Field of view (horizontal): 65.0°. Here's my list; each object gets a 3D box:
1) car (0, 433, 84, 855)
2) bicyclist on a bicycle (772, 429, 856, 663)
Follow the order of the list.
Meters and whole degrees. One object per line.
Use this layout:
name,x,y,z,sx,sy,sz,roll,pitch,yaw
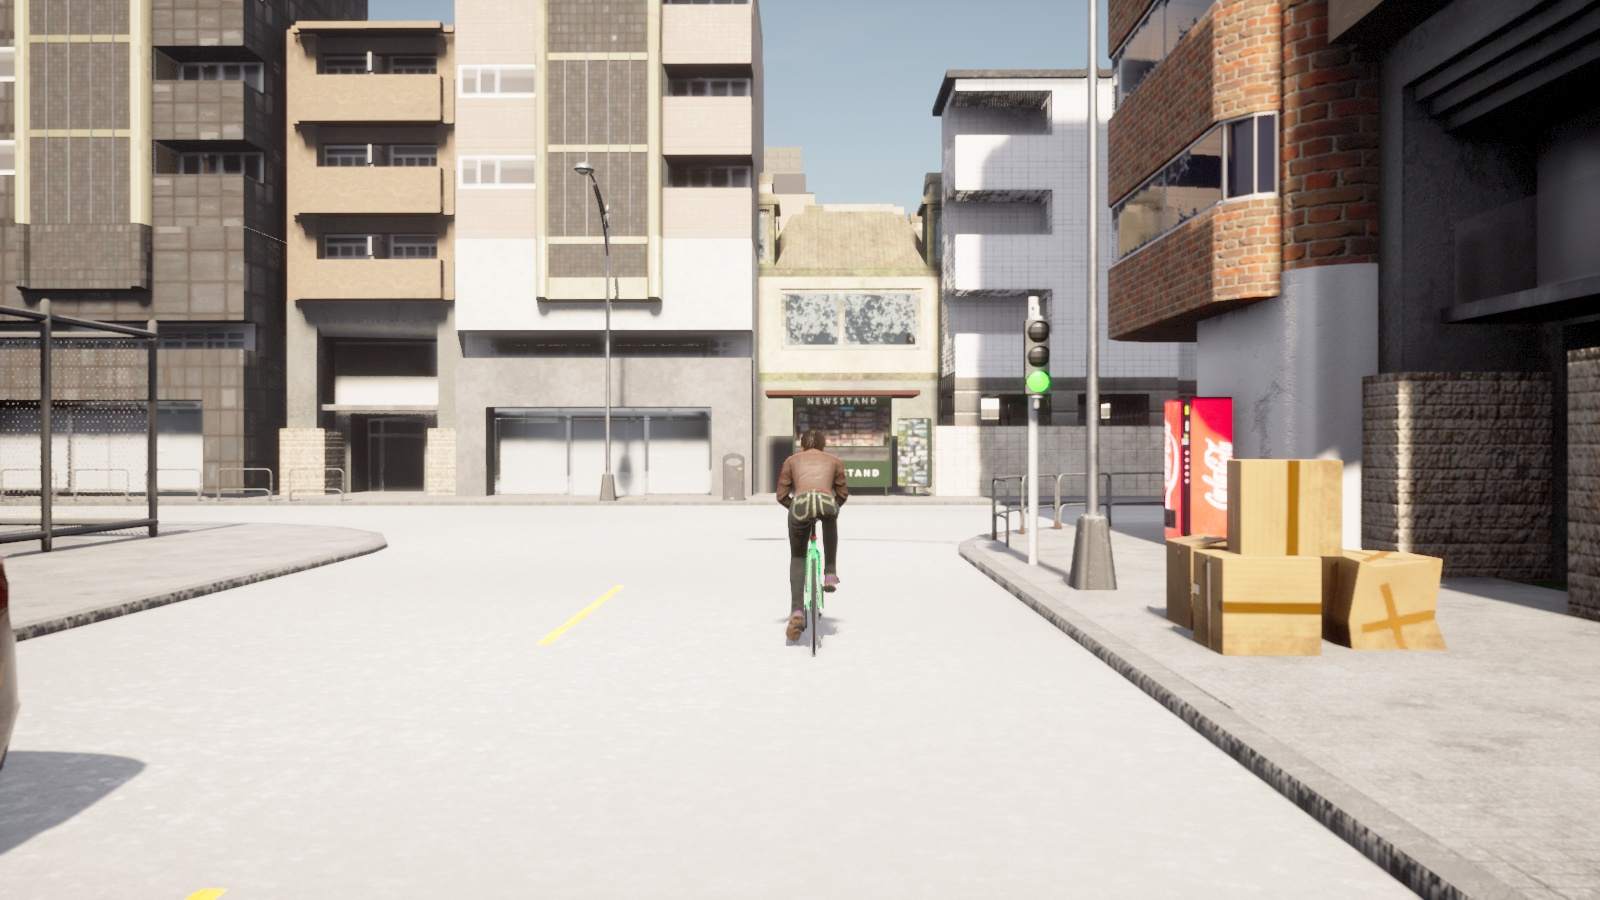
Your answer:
car,-3.926,0.712,2.601,1.882,1.535,5.008,0,0,2
bicyclist on a bicycle,0.101,0.666,9.532,0.582,1.620,1.656,0,0,0
